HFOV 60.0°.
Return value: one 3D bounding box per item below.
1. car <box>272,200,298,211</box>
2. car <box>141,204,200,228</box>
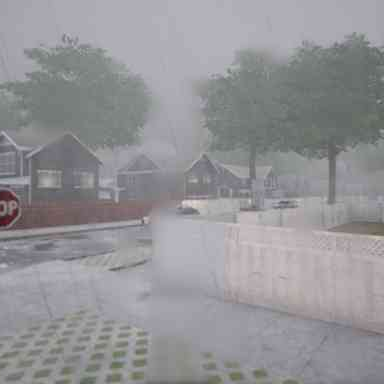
[{"bbox_3d":[11.268,1.750,40.062,1.837,1.490,4.892,0,-1,36],"label":"car"},{"bbox_3d":[-1.363,1.598,22.563,2.128,1.511,4.902,0,0,36],"label":"car"}]
